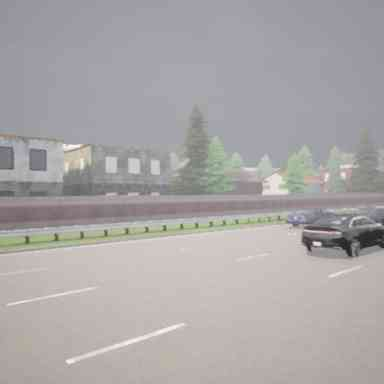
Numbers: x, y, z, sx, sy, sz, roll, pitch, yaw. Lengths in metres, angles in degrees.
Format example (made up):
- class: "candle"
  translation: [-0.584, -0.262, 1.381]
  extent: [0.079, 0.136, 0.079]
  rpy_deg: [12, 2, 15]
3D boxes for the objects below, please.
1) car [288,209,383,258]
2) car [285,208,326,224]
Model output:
- class: "car"
  translation: [6.399, 1.661, 13.613]
  extent: [4.902, 1.511, 2.128]
  rpy_deg: [0, -1, -40]
- class: "car"
  translation: [9.246, 1.897, 25.107]
  extent: [5.357, 1.411, 2.033]
  rpy_deg: [0, -1, -40]
